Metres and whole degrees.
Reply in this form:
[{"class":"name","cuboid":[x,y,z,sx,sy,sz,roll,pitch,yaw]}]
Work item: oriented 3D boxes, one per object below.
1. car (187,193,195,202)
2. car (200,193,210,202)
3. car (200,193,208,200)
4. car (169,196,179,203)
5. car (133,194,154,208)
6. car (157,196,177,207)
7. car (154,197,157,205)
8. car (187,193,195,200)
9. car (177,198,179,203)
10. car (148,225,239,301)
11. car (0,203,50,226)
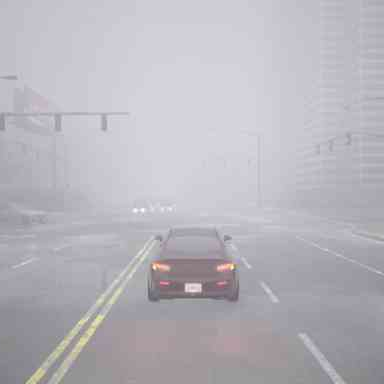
[{"class":"car","cuboid":[-0.326,1.579,78.347,1.895,1.301,4.718,0,0,0]},{"class":"car","cuboid":[3.175,1.511,77.979,2.128,1.511,4.902,0,0,0]},{"class":"car","cuboid":[3.132,1.179,88.267,2.097,1.767,4.553,0,0,0]},{"class":"car","cuboid":[-3.790,1.548,69.805,1.994,1.385,4.181,0,0,0]},{"class":"car","cuboid":[-7.297,1.488,48.411,2.128,1.511,4.902,0,0,0]},{"class":"car","cuboid":[-3.805,1.561,51.019,1.994,1.385,4.181,0,0,0]},{"class":"car","cuboid":[-7.322,1.597,57.682,1.895,1.301,4.718,0,0,0]},{"class":"car","cuboid":[-0.368,1.179,88.251,2.097,1.767,4.553,0,0,0]},{"class":"car","cuboid":[-3.823,1.522,59.796,1.812,1.442,4.674,0,0,0]},{"class":"car","cuboid":[0.031,1.525,8.170,1.812,1.442,4.674,0,0,0]},{"class":"car","cuboid":[-12.111,1.524,22.945,4.674,1.442,1.812,0,-1,16]}]
